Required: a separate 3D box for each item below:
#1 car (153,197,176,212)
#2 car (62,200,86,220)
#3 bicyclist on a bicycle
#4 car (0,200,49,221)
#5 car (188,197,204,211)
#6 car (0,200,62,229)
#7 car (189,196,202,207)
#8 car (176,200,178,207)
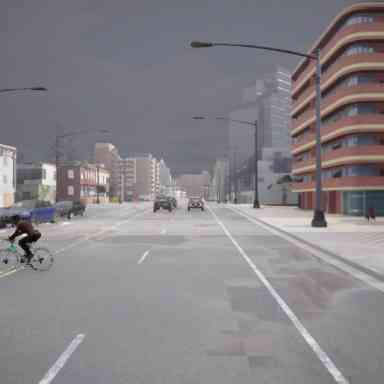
[{"bbox_3d":[-3.099,1.375,36.320,1.837,1.490,4.892,0,0,1],"label":"car"},{"bbox_3d":[-10.253,1.434,27.451,1.837,1.490,4.892,0,0,1],"label":"car"},{"bbox_3d":[-4.733,1.459,9.315,1.656,1.620,0.582,-2,0,0],"label":"bicyclist on a bicycle"},{"bbox_3d":[-13.752,1.469,27.484,1.812,1.442,4.674,0,0,1],"label":"car"},{"bbox_3d":[0.431,1.399,38.333,2.033,1.411,5.357,0,0,1],"label":"car"},{"bbox_3d":[-10.408,1.320,21.222,2.097,1.767,4.553,0,0,1],"label":"car"},{"bbox_3d":[0.499,1.389,48.812,1.812,1.442,4.674,0,-1,1],"label":"car"},{"bbox_3d":[-3.048,1.403,46.376,2.033,1.411,5.357,0,0,1],"label":"car"}]
